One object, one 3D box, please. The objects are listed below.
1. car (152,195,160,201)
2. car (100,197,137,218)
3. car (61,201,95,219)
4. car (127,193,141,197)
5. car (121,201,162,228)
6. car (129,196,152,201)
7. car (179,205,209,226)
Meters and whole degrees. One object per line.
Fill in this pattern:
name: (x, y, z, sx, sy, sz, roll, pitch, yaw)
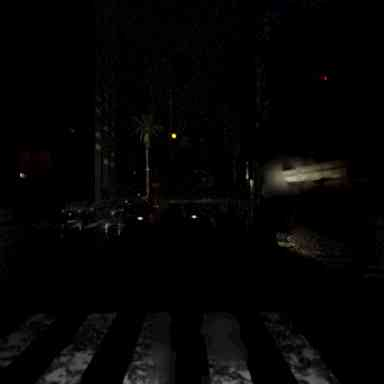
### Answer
car: (-6.474, 1.378, 54.476, 2.097, 1.767, 4.553, 0, 0, 0)
car: (-6.556, 1.485, 29.647, 2.128, 1.511, 4.902, 0, 0, -2)
car: (-9.796, 1.519, 29.047, 1.812, 1.442, 4.674, 0, 0, 0)
car: (-9.715, 1.253, 55.205, 2.150, 2.045, 5.566, 0, -1, 1)
car: (-3.113, 1.557, 21.995, 1.994, 1.385, 4.181, 0, 0, 0)
car: (-6.515, 1.530, 41.315, 1.812, 1.442, 4.674, 0, 0, 0)
car: (0.137, 1.555, 23.207, 1.994, 1.385, 4.181, 0, 0, 0)
